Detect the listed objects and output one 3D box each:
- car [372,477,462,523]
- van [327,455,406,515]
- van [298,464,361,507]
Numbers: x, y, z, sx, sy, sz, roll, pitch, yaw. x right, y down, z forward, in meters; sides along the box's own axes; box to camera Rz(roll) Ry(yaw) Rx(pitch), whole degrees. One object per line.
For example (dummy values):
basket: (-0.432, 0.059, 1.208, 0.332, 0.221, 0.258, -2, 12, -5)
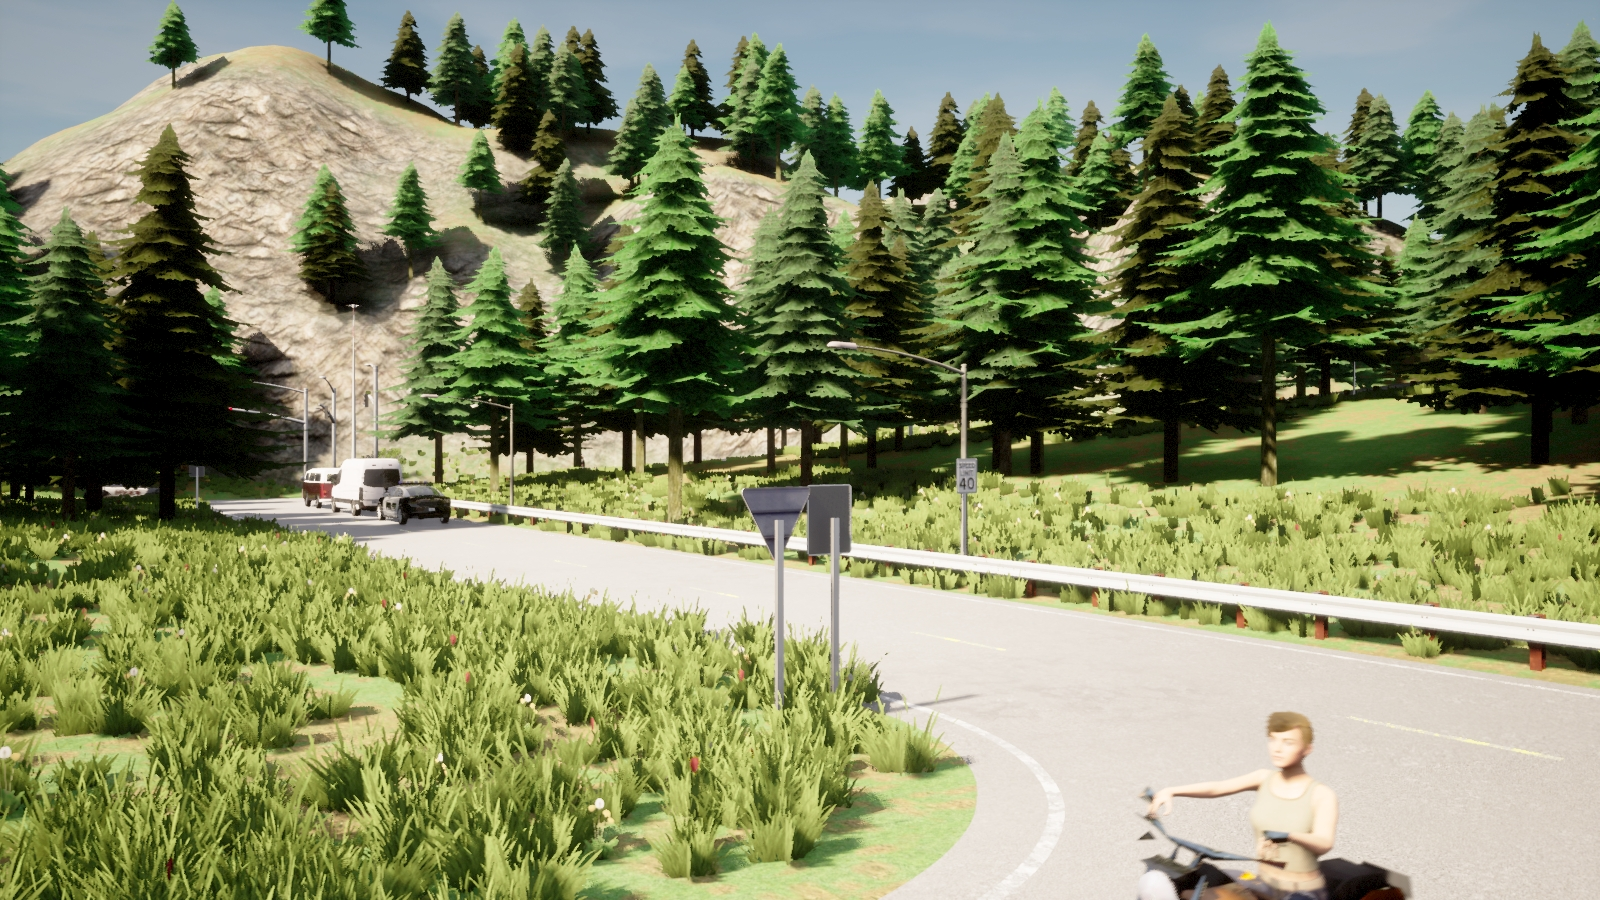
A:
car: (-15.725, 1.983, 46.758, 2.097, 1.638, 5.238, 0, 0, -35)
van: (-20.081, 1.535, 52.764, 1.988, 2.561, 5.915, 0, 0, -35)
van: (-24.145, 1.783, 58.579, 2.069, 2.038, 4.480, 0, 0, -35)
